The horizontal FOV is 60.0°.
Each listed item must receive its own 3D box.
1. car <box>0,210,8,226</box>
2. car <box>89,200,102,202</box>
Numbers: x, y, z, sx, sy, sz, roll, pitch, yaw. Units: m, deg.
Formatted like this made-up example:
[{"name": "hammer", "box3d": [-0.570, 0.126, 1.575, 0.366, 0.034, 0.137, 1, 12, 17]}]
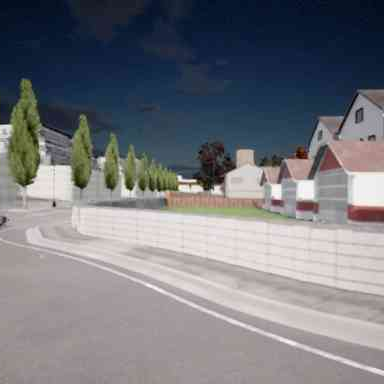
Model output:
[{"name": "car", "box3d": [-12.457, 1.475, 19.669, 1.812, 1.442, 4.674, 0, 0, -16]}, {"name": "car", "box3d": [-11.829, 1.630, 41.265, 1.994, 1.385, 4.181, 1, 0, 3]}]
